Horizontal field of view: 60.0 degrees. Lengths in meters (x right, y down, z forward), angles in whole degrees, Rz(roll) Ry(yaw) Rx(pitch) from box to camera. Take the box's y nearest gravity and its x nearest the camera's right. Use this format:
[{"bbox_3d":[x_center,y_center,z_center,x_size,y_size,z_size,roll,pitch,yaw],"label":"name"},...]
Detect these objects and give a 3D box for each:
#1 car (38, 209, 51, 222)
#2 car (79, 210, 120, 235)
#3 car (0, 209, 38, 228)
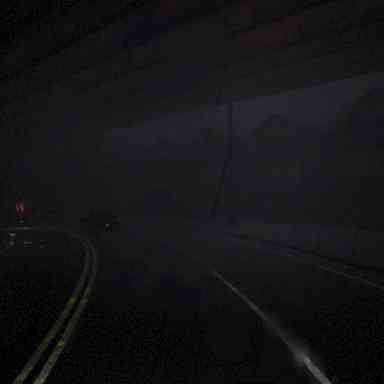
[{"bbox_3d":[-17.102,2.487,35.662,5.357,1.411,2.033,-2,-2,41],"label":"car"},{"bbox_3d":[-6.352,1.942,22.536,1.882,1.535,5.008,0,-2,-28],"label":"car"},{"bbox_3d":[-15.209,2.308,28.581,1.994,1.385,4.181,0,-2,-43],"label":"car"}]
